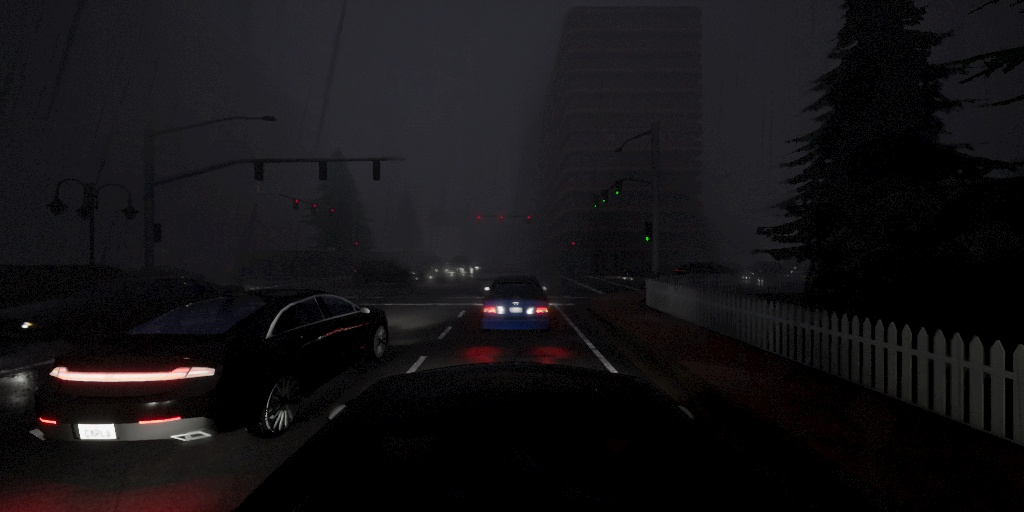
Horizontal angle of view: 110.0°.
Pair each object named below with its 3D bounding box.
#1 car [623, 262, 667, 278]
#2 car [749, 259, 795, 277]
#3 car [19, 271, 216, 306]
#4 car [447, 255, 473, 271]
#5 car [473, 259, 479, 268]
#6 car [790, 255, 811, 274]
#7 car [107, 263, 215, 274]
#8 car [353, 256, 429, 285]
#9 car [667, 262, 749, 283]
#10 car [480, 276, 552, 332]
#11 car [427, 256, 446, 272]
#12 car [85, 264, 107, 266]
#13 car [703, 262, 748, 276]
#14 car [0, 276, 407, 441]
[{"bbox_3d":[13.155,1.242,33.411,5.357,1.411,2.033,0,0,-13],"label":"car"},{"bbox_3d":[24.369,1.242,34.262,5.357,1.411,2.033,0,0,-31],"label":"car"},{"bbox_3d":[-10.158,1.297,9.861,2.033,1.411,5.357,0,0,8],"label":"car"},{"bbox_3d":[-7.057,0.971,49.141,2.150,2.045,5.566,0,0,0],"label":"car"},{"bbox_3d":[-7.025,1.255,58.952,1.837,1.490,4.892,0,0,0],"label":"car"},{"bbox_3d":[32.359,0.916,40.589,2.150,2.045,5.566,0,0,43],"label":"car"},{"bbox_3d":[-20.781,1.259,21.340,4.181,1.385,1.994,0,0,0],"label":"car"},{"bbox_3d":[-8.494,1.090,24.923,4.553,1.767,2.097,0,0,0],"label":"car"},{"bbox_3d":[14.314,1.199,26.321,4.892,1.490,1.837,0,0,-11],"label":"car"},{"bbox_3d":[0.122,1.297,10.809,2.033,1.411,5.357,0,0,1],"label":"car"},{"bbox_3d":[-10.529,0.971,45.981,2.150,2.045,5.566,0,0,2],"label":"car"},{"bbox_3d":[-27.928,1.242,24.795,5.357,1.411,2.033,0,0,0],"label":"car"},{"bbox_3d":[22.056,1.295,36.974,4.718,1.301,1.895,0,0,-30],"label":"car"},{"bbox_3d":[-3.427,1.242,5.397,2.128,1.511,4.902,0,0,0],"label":"car"}]
